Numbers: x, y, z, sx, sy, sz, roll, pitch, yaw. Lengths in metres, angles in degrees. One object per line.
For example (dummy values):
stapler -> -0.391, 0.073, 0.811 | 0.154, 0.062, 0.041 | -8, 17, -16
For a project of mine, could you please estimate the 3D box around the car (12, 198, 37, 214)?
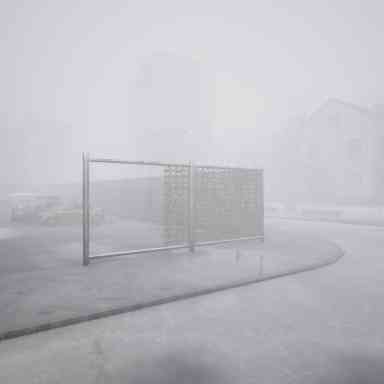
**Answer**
car -> -17.854, 1.403, 35.329 | 1.789, 1.547, 3.705 | 0, 0, -36

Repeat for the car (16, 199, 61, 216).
car -> -14.799, 1.413, 32.040 | 3.633, 1.501, 1.845 | 0, 0, -36

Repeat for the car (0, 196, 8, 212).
car -> -17.855, 1.474, 35.607 | 5.357, 1.415, 2.033 | 0, 0, -36

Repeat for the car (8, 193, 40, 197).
car -> -12.578, 1.242, 27.337 | 3.866, 1.878, 1.905 | 0, 0, -36

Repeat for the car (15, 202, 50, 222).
car -> -12.024, 1.451, 25.077 | 2.207, 1.379, 1.481 | 0, 0, -36

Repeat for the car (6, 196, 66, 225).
car -> -10.289, 1.348, 23.699 | 4.611, 1.667, 2.242 | 0, 0, -36

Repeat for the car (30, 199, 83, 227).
car -> -7.845, 1.416, 21.548 | 4.193, 1.474, 1.816 | 0, 0, -36
